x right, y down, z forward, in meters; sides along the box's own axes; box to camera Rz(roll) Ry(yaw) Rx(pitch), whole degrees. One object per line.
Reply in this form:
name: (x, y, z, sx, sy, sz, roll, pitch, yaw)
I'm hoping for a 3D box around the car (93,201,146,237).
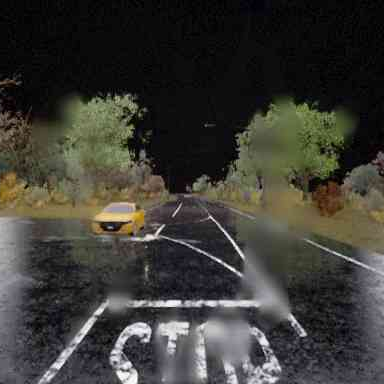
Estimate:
car: (-3.485, 1.254, 16.710, 1.882, 1.535, 5.008, 1, 0, 0)
